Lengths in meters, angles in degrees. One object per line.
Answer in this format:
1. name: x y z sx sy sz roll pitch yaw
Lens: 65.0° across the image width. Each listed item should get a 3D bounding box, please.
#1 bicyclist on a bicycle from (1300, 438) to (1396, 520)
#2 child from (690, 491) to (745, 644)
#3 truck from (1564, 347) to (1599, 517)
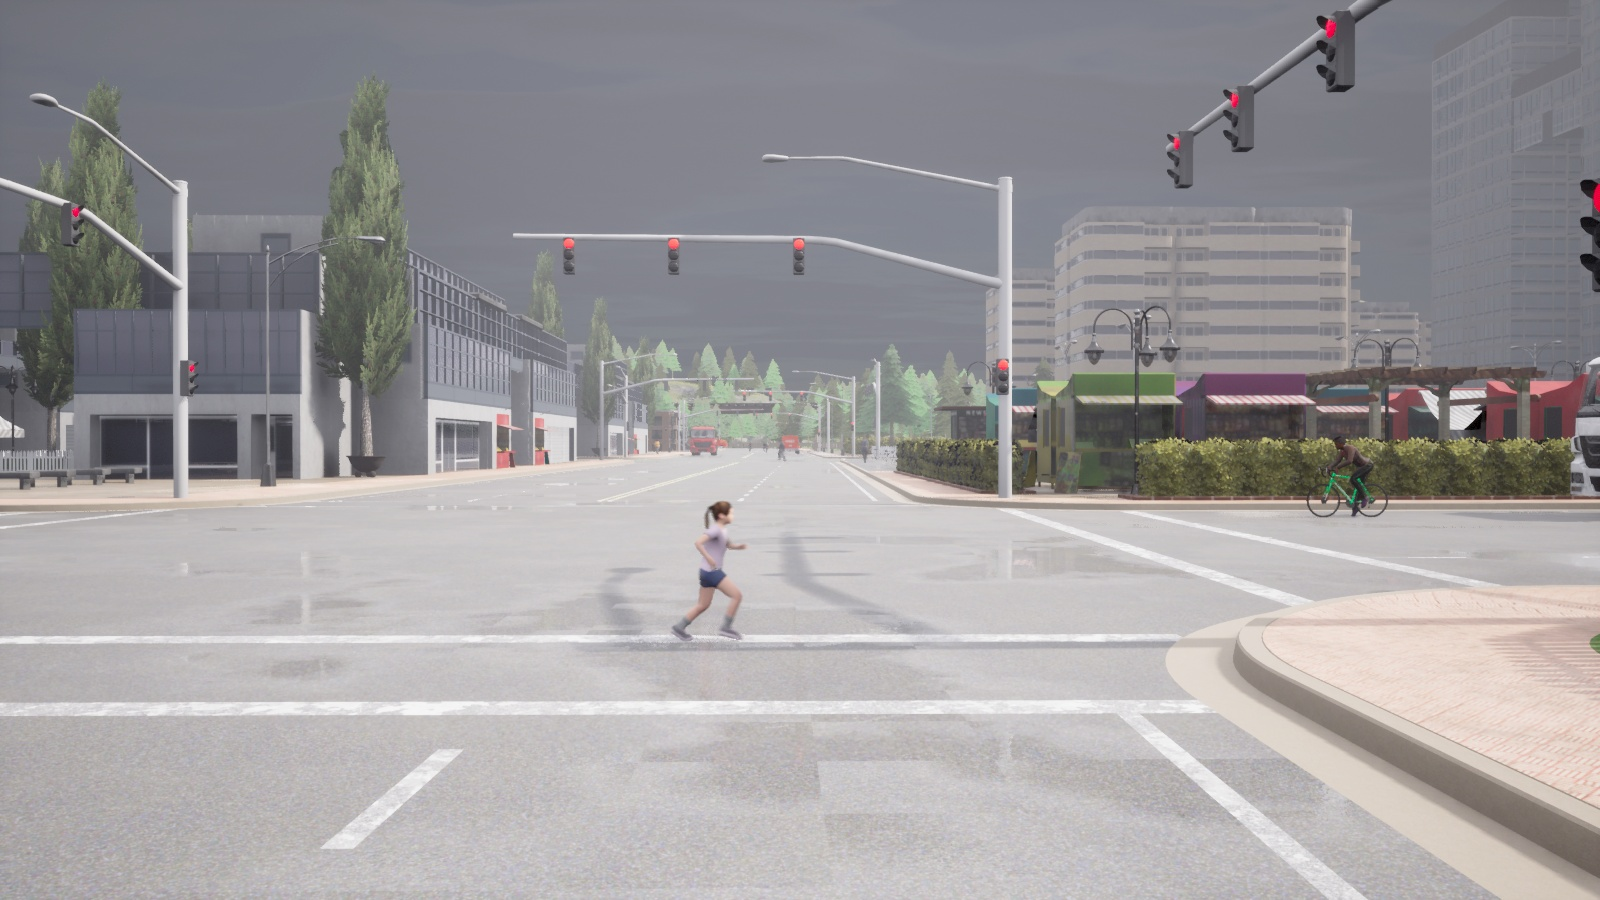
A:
1. bicyclist on a bicycle: 10.932 0.567 25.075 1.656 1.620 0.582 0 0 -1
2. child: -0.616 0.867 9.377 0.394 1.110 0.255 0 0 -7
3. truck: 20.193 -0.362 25.251 7.936 3.462 2.891 0 0 -1
